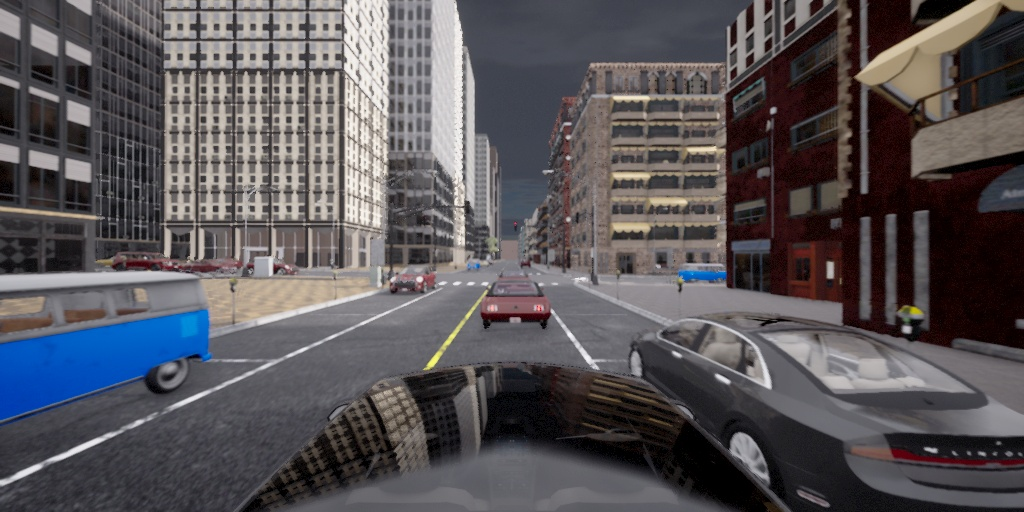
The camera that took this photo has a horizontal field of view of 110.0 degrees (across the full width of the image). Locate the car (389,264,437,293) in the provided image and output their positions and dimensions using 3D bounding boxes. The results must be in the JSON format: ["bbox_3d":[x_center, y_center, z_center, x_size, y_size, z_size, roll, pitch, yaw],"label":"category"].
[{"bbox_3d":[-5.702,1.277,21.043,1.967,1.591,4.097,0,0,0],"label":"car"}]

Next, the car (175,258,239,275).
[{"bbox_3d":[-26.739,0.990,31.787,4.207,1.307,1.802,0,0,0],"label":"car"}]

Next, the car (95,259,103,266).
[{"bbox_3d":[-43.723,0.636,40.121,4.829,1.417,1.751,0,0,0],"label":"car"}]

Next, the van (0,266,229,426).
[{"bbox_3d":[-5.691,1.102,4.098,1.690,1.789,3.998,0,0,0],"label":"van"}]

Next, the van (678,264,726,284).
[{"bbox_3d":[16.894,1.587,31.772,3.998,1.789,1.690,0,0,0],"label":"van"}]

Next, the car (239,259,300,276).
[{"bbox_3d":[-21.165,0.955,31.803,4.097,1.591,1.967,0,0,0],"label":"car"}]

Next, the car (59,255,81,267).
[{"bbox_3d":[-49.129,0.569,40.106,4.313,1.339,1.948,0,0,0],"label":"car"}]

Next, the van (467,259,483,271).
[{"bbox_3d":[-5.721,1.331,53.517,1.690,1.789,3.998,0,0,0],"label":"van"}]

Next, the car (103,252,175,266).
[{"bbox_3d":[-32.313,0.615,31.771,5.009,1.841,2.192,0,0,0],"label":"car"}]

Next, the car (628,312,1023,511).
[{"bbox_3d":[2.689,1.311,4.102,2.007,1.370,4.403,0,0,0],"label":"car"}]

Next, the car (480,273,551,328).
[{"bbox_3d":[0.095,1.394,11.539,1.895,1.301,4.718,0,0,0],"label":"car"}]

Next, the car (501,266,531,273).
[{"bbox_3d":[0.076,1.437,21.020,1.895,1.301,4.718,0,0,-1],"label":"car"}]
